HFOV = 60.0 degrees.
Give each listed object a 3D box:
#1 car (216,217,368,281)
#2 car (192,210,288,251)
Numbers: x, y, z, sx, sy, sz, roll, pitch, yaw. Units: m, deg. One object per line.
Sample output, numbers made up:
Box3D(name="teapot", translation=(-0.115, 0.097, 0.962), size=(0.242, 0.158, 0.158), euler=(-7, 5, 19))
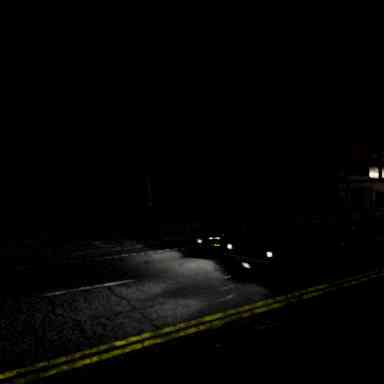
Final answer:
Box3D(name="car", translation=(3.221, 1.607, 9.975), size=(4.718, 1.301, 1.895), euler=(0, 0, -36))
Box3D(name="car", translation=(2.246, 1.512, 13.271), size=(4.892, 1.490, 1.837), euler=(0, 0, -35))
